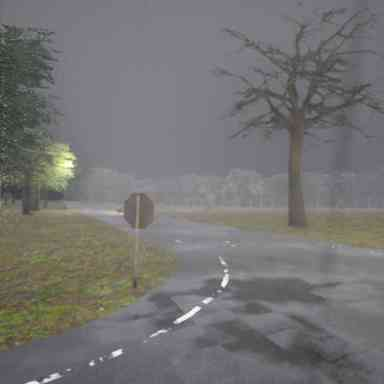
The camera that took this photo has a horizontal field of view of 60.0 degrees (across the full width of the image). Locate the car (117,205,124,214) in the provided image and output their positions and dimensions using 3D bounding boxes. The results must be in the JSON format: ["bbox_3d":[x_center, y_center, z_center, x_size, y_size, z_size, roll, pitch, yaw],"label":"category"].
[{"bbox_3d":[-11.905,3.052,58.530,1.882,1.535,5.008,3,-3,-22],"label":"car"}]
